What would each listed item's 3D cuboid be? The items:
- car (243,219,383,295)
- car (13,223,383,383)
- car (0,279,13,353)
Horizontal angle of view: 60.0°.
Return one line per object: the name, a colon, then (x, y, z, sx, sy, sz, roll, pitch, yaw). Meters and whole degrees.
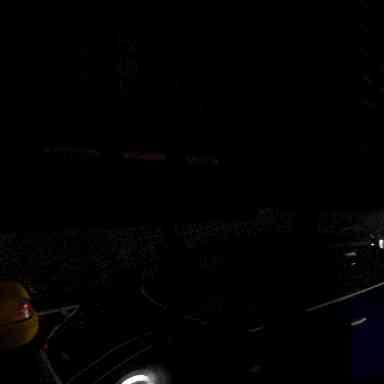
car: (3.751, 1.591, 9.342, 4.403, 1.369, 2.008, 0, -1, -36)
car: (0.664, 1.365, 3.852, 4.553, 1.767, 2.097, 0, 0, -35)
car: (-4.339, 1.520, 3.563, 4.829, 1.417, 1.752, 0, -1, -36)
